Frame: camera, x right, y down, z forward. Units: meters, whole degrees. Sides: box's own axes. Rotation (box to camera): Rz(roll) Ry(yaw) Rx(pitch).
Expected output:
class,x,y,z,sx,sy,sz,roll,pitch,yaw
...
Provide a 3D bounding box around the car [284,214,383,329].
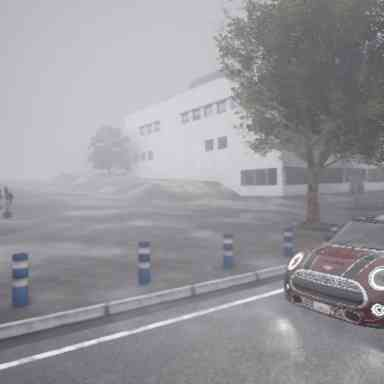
class,x,y,z,sx,sy,sz,roll,pitch,yaw
car,3.978,1.292,6.828,4.553,1.767,2.097,-1,1,-35
